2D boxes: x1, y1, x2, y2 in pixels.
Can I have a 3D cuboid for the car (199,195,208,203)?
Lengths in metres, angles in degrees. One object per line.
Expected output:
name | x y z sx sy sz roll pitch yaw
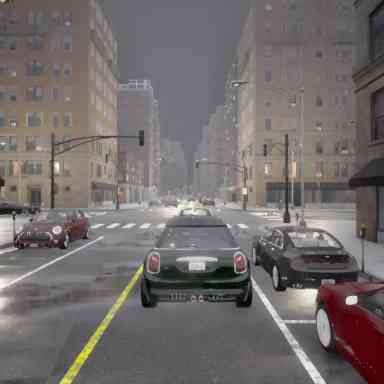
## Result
car | 2.512 1.540 74.699 1.967 1.590 4.097 0 0 0

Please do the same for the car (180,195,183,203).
car | -3.131 1.661 60.106 1.895 1.301 4.718 0 0 0

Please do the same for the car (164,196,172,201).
car | -6.092 1.720 85.662 1.802 1.307 4.206 0 0 0

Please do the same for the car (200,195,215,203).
car | 2.667 1.590 52.671 1.887 1.381 4.507 0 0 0

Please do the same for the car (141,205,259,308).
car | 0.068 1.354 8.111 2.097 1.767 4.553 0 0 -1

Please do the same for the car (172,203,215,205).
car | 0.135 1.497 15.443 2.128 1.511 4.902 0 0 0

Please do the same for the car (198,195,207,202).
car | 2.473 1.559 80.205 1.967 1.590 4.097 0 0 0

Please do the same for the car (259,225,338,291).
car | 2.696 1.553 8.744 2.008 1.369 4.403 0 0 0

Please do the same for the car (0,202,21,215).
car | -16.318 1.531 30.289 4.718 1.301 1.895 0 0 0

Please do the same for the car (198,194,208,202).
car | 2.588 1.594 63.855 1.752 1.417 4.829 0 0 0

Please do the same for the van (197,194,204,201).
van | 2.396 1.503 91.220 1.690 1.788 3.998 0 0 0

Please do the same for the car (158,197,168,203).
car | -5.975 1.664 69.138 1.802 1.307 4.206 0 0 0

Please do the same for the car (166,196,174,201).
car | -6.131 1.727 91.170 1.947 1.339 4.313 0 0 0

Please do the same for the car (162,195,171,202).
car | -6.052 1.558 80.154 1.967 1.590 4.097 0 0 0

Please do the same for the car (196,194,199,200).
car | 2.551 1.398 69.192 2.192 1.841 5.009 0 0 0

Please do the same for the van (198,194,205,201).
van | 2.435 1.480 85.714 1.690 1.788 3.998 0 0 0

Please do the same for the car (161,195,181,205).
car | -3.078 1.588 50.289 2.033 1.411 5.357 0 0 -1

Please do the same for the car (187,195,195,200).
car | -0.269 1.542 90.149 1.994 1.385 4.181 0 0 0

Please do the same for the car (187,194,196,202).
car | -0.198 1.706 80.174 1.895 1.301 4.718 0 0 0

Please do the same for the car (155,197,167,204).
car | -5.936 1.612 63.630 1.887 1.381 4.507 0 0 0

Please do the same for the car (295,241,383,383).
car | 2.683 1.545 3.252 1.887 1.381 4.507 0 0 0

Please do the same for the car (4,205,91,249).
car | -5.816 1.445 14.252 1.967 1.590 4.097 0 0 0

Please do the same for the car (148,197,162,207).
car | -5.858 1.595 52.614 2.008 1.369 4.403 0 0 0
